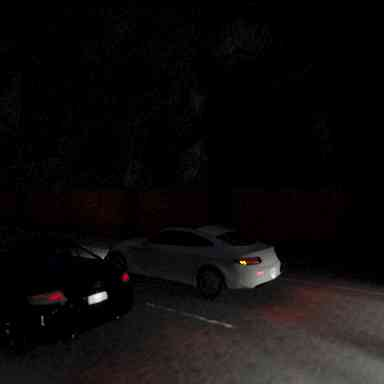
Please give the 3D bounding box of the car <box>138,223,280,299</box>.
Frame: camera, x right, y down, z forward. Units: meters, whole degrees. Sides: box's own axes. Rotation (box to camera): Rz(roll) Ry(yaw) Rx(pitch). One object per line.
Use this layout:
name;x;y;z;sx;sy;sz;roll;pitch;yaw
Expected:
car;-0.150;1.522;8.402;4.674;1.442;1.812;0;0;36

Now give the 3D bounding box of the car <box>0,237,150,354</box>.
car;-3.059;1.560;6.181;4.181;1.385;1.994;0;0;35
